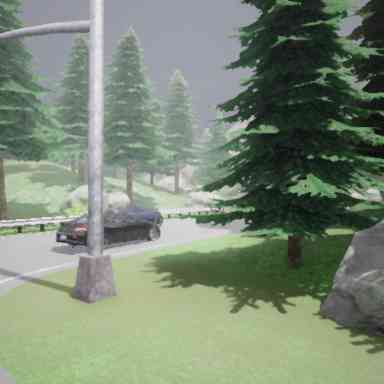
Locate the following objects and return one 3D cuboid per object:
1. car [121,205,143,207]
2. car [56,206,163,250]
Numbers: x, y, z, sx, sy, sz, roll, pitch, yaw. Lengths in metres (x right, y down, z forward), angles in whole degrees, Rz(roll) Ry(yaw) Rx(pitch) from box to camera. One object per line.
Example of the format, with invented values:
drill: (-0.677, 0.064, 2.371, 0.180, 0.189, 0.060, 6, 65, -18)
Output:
car: (-3.598, 1.455, 19.630, 1.994, 1.385, 4.181, 1, 1, 35)
car: (-3.290, 1.503, 13.831, 1.812, 1.442, 4.674, 1, -1, 35)
